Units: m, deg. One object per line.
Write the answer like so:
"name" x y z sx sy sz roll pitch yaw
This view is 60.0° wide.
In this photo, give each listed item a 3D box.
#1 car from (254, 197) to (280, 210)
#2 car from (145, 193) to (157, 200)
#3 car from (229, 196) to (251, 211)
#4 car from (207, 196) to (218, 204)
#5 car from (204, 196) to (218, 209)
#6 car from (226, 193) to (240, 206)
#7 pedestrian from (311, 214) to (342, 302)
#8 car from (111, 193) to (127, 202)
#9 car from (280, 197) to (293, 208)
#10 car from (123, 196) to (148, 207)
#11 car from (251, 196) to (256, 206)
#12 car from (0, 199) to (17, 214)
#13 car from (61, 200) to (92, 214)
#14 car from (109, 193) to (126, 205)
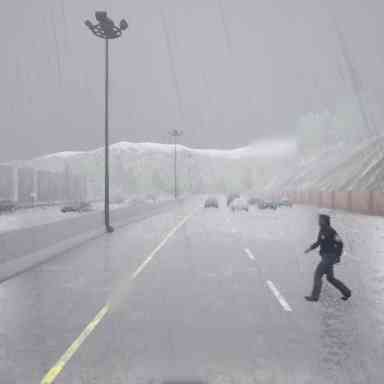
"car" 9.422 1.601 41.987 1.895 1.301 4.718 0 0 5
"car" -9.485 1.210 76.781 2.150 2.045 5.566 0 0 3
"car" 5.846 1.526 41.130 1.812 1.442 4.674 0 0 4
"car" 3.951 1.547 64.213 2.033 1.411 5.357 0 0 4
"car" 2.741 1.601 46.322 1.895 1.301 4.718 0 0 4
"car" 6.855 1.222 54.579 2.150 2.045 5.566 0 0 5
"pedestrian" 2.731 1.294 6.762 0.375 1.860 0.375 0 0 2
"car" -16.566 1.216 75.499 2.150 2.045 5.566 0 0 3
"car" 13.464 1.526 48.870 1.812 1.442 4.674 0 0 5
"car" -7.901 1.601 47.540 1.895 1.301 4.718 0 0 4
"car" 10.399 1.505 55.156 1.837 1.490 4.892 0 0 4
"car" -19.542 1.504 33.248 1.837 1.490 4.892 0 0 4
"car" -12.338 1.564 35.677 1.994 1.385 4.181 0 0 4
"car" -13.937 1.491 61.001 2.128 1.511 4.902 0 0 4
